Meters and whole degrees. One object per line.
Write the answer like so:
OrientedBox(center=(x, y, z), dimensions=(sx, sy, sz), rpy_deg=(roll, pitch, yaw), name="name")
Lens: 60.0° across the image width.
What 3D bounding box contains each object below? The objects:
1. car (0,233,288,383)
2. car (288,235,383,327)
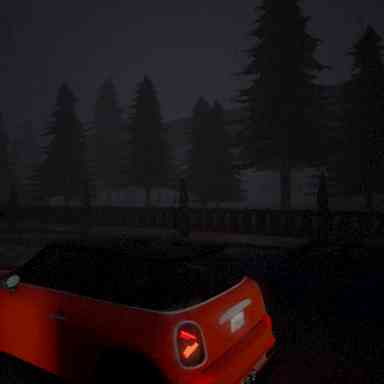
OrientedBox(center=(-1.304, 1.371, 4.598), dimensions=(4.553, 1.767, 2.097), rpy_deg=(-1, 0, 33), name="car")
OrientedBox(center=(2.819, 1.538, 6.131), dimensions=(5.357, 1.411, 2.033), rpy_deg=(-1, 0, 34), name="car")
